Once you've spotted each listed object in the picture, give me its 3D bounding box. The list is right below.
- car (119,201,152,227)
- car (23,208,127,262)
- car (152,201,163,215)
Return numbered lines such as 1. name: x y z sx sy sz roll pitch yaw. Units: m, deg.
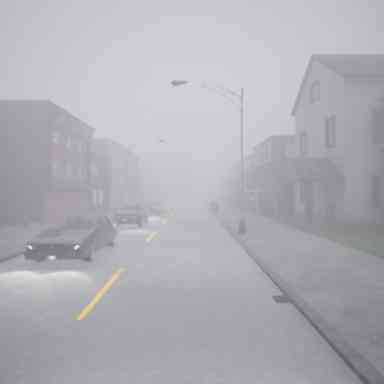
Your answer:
1. car: -4.091 1.468 22.635 1.837 1.490 4.892 0 0 0
2. car: -4.088 1.527 12.354 2.033 1.411 5.357 0 0 0
3. car: -4.073 1.547 33.329 1.895 1.301 4.718 0 0 0
